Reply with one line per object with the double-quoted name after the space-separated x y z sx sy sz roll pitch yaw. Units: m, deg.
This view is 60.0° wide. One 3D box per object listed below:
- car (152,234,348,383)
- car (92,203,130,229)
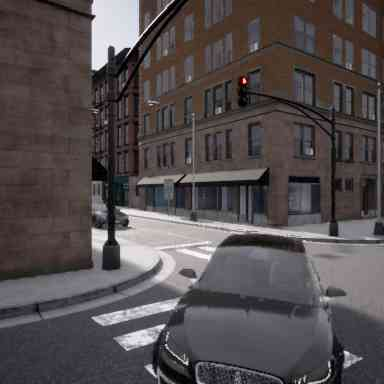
1.056 1.508 5.119 1.837 1.490 4.892 3 1 16 "car"
-5.571 1.410 20.830 1.812 1.442 4.674 0 1 -36 "car"
